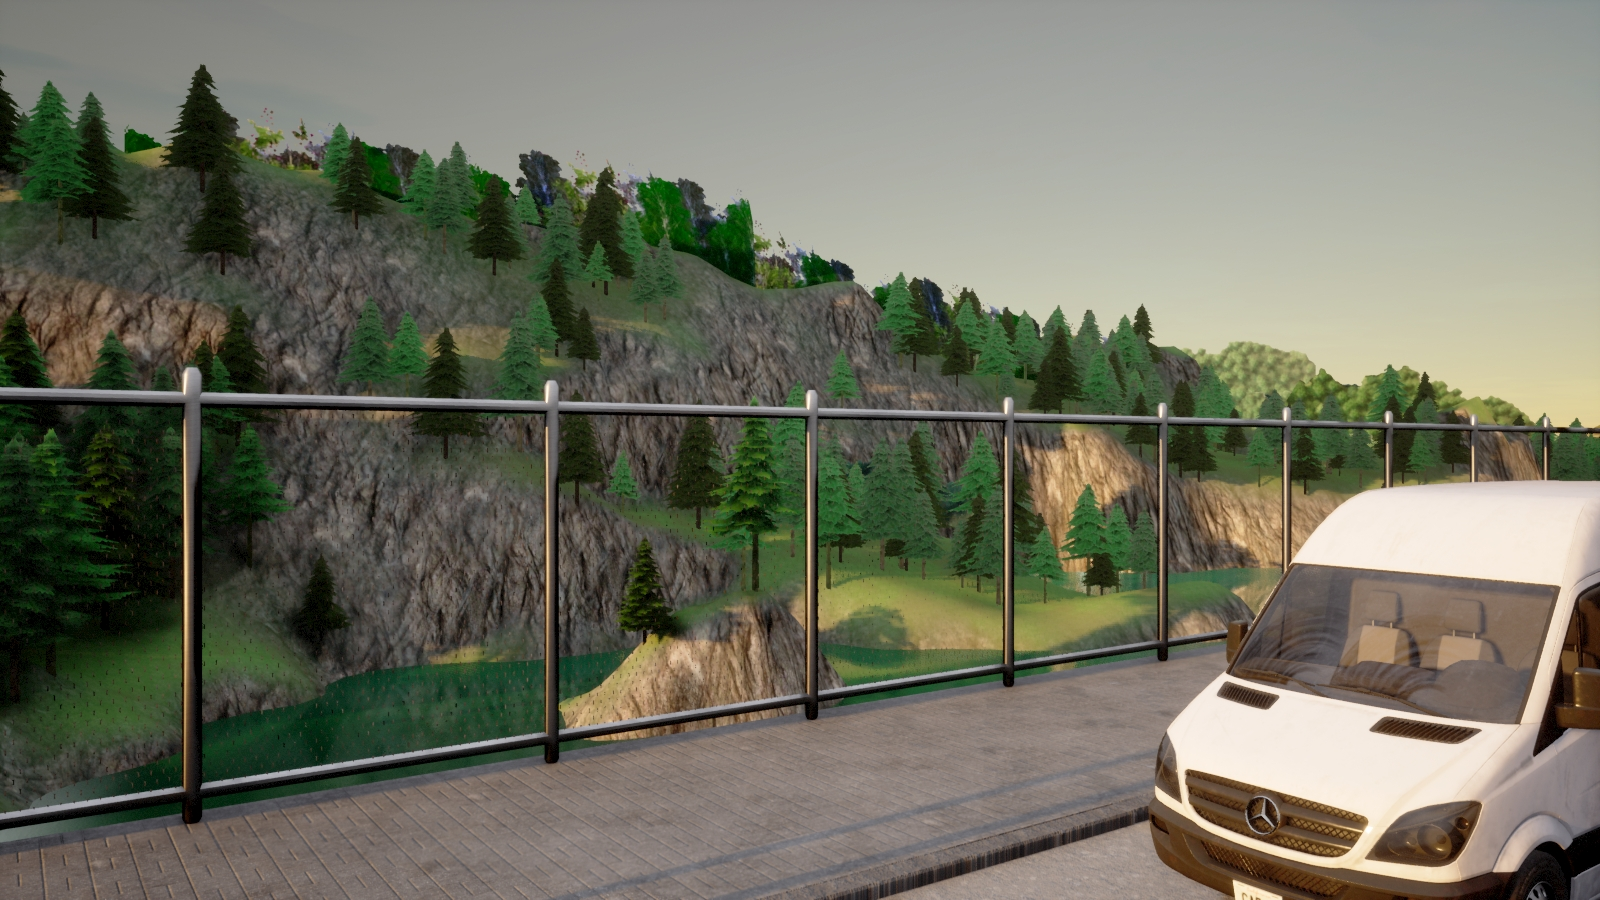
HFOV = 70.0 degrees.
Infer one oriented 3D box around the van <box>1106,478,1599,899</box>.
[{"bbox_3d":[4.843,1.531,7.777,5.915,2.561,1.988,0,0,-35],"label":"van"}]
